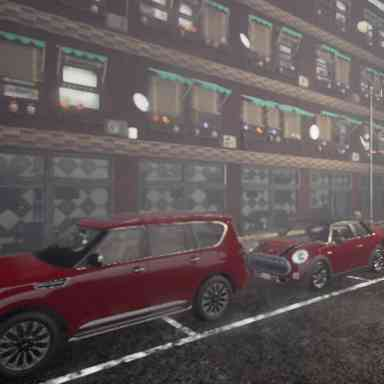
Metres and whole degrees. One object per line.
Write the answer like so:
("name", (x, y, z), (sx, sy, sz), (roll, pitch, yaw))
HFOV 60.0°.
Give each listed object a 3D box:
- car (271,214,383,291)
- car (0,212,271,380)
("car", (3.350, 1.440, 8.946), (4.097, 1.590, 1.967), (0, 0, -35))
("car", (-1.238, 1.315, 5.674), (5.009, 1.841, 2.192), (0, 0, -35))
